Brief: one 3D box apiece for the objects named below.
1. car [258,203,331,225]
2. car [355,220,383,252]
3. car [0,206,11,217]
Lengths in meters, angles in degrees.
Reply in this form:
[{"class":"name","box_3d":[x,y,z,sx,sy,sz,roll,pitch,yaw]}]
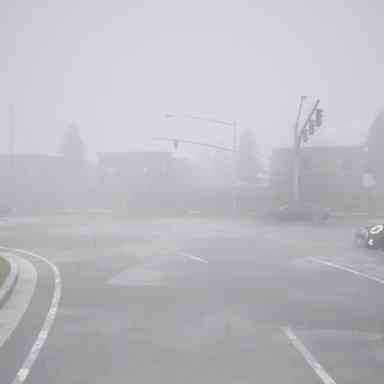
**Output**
[{"class":"car","box_3d":[7.134,1.491,23.415,4.902,1.511,2.128,0,0,12]},{"class":"car","box_3d":[8.637,1.352,12.359,4.553,1.767,2.097,0,0,12]},{"class":"car","box_3d":[-18.326,1.601,28.829,4.718,1.301,1.895,0,0,12]}]
